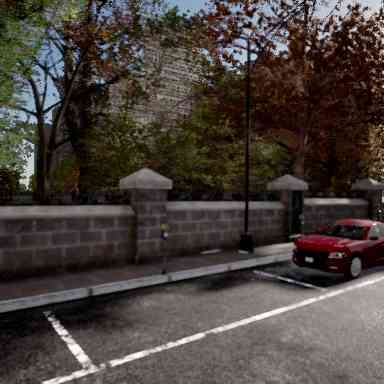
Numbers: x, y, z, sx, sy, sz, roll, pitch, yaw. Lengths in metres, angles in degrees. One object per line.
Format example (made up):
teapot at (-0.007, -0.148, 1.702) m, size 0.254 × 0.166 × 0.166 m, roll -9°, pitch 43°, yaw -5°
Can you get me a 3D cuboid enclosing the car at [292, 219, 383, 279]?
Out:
car at (4.915, 1.530, 10.045) m, size 4.507 × 1.381 × 1.887 m, roll 0°, pitch 1°, yaw -35°
